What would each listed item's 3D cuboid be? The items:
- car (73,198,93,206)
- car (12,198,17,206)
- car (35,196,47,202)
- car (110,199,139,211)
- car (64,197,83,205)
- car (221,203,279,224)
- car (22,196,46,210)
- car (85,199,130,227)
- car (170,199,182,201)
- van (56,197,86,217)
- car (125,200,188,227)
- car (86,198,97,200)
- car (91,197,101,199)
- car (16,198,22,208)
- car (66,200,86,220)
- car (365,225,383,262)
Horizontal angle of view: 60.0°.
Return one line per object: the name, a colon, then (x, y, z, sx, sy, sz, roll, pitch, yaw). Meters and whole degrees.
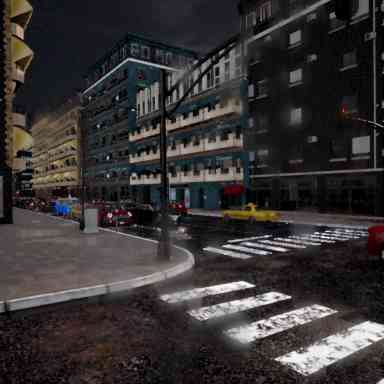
car: (-18.290, 1.644, 55.826, 1.947, 1.339, 4.313, -1, 1, -35)
car: (-31.538, 1.783, 59.977, 1.887, 1.381, 4.507, -1, 1, -35)
car: (-37.561, 1.728, 82.868, 1.887, 1.381, 4.507, -1, 1, -35)
car: (-8.655, 1.582, 42.305, 2.008, 1.369, 4.403, -1, 1, -35)
car: (-21.502, 1.646, 60.333, 2.008, 1.369, 4.403, -1, 1, -35)
car: (4.094, 1.498, 24.417, 1.752, 1.417, 4.829, -1, 1, -35)
car: (-21.904, 1.628, 46.456, 1.967, 1.590, 4.097, -1, 1, -35)
car: (-5.845, 1.553, 23.922, 1.967, 1.590, 4.097, -1, 1, -35)
car: (-2.232, 1.441, 33.291, 1.967, 1.590, 4.097, -1, 1, -35)
van: (-12.270, 1.483, 32.934, 1.690, 1.788, 3.998, -1, 1, -35)
car: (-2.550, 1.560, 23.764, 2.128, 1.511, 4.902, -1, 0, -35)
car: (-12.699, 1.678, 38.025, 1.994, 1.385, 4.181, -1, 0, -35)
car: (-15.080, 1.502, 51.318, 1.967, 1.590, 4.097, -1, 1, -35)
car: (-25.114, 1.770, 50.963, 1.947, 1.339, 4.313, -1, 1, -35)
car: (-8.957, 1.652, 28.291, 1.752, 1.417, 4.829, -1, 1, -35)
car: (7.651, 1.504, 9.445, 1.882, 1.535, 5.008, -1, 0, -35)
